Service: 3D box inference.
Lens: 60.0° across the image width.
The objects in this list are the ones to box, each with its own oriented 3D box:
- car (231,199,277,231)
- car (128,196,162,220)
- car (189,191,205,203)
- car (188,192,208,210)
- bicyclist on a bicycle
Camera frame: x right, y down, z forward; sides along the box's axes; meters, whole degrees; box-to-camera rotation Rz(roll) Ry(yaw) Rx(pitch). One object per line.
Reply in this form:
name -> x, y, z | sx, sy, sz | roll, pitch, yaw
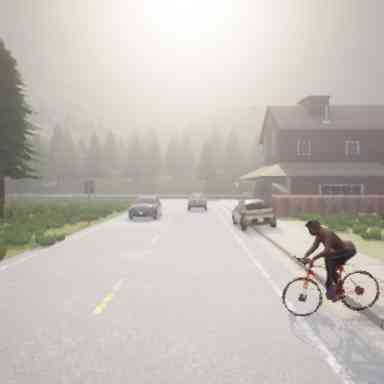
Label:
car -> 3.232, 1.108, 18.053 | 1.816, 1.474, 4.193 | -6, 1, -1
car -> -3.163, 1.061, 23.278 | 1.837, 1.490, 4.892 | 0, 1, 1
car -> 0.746, 0.666, 45.743 | 2.033, 1.411, 5.357 | 0, 1, 1
car -> 0.534, 0.938, 31.630 | 2.033, 1.411, 5.357 | 0, 1, 2
bicyclist on a bicycle -> 2.293, 1.268, 5.619 | 1.656, 1.620, 0.582 | -7, 1, 1
